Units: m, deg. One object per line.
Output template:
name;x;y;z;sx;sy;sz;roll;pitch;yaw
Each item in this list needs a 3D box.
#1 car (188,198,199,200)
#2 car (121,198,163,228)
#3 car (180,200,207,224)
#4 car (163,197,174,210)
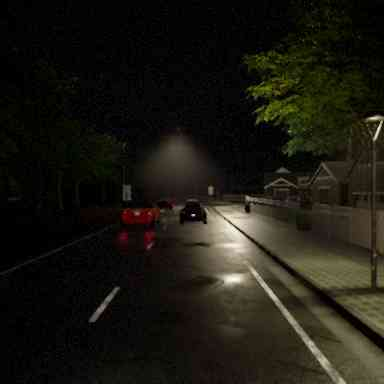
car;0.173;1.501;42.935;2.033;1.411;5.357;0;0;3
car;-3.399;1.370;22.686;2.097;1.767;4.553;0;0;0
car;0.098;1.585;25.324;1.994;1.385;4.181;0;0;0
car;-3.402;1.434;42.579;1.882;1.535;5.008;0;0;0
